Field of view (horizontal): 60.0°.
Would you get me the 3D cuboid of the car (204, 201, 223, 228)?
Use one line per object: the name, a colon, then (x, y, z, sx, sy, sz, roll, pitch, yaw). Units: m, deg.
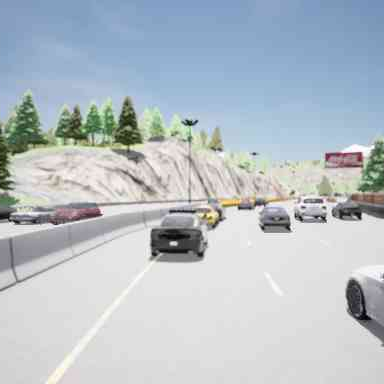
car: (0.868, 1.608, 23.263, 1.801, 1.575, 5.366, 0, 0, 9)

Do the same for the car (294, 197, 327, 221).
car: (10.319, 1.417, 29.212, 2.150, 2.045, 5.566, 0, 0, 12)

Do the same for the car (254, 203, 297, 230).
car: (5.499, 1.697, 22.445, 2.033, 1.411, 5.357, 0, 0, 9)

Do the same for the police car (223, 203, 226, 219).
police car: (1.878, 1.616, 28.936, 1.930, 1.638, 5.238, 0, 0, 11)

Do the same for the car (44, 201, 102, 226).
car: (-8.462, 1.509, 24.633, 2.097, 1.767, 4.553, 0, 0, 10)

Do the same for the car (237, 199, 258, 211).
car: (7.709, 1.875, 47.177, 1.994, 1.385, 4.181, 0, 0, 19)

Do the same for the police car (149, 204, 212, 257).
police car: (-0.369, 1.514, 13.526, 1.930, 1.638, 5.238, 0, 0, 5)

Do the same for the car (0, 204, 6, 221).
car: (-15.411, 1.686, 25.578, 1.812, 1.442, 4.674, 0, 0, 9)

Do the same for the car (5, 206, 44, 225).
car: (-11.836, 1.765, 25.888, 1.895, 1.301, 4.718, 0, 0, 9)

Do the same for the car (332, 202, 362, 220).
car: (14.295, 1.711, 30.887, 1.837, 1.490, 4.892, 0, -1, 12)

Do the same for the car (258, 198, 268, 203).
car: (12.562, 1.902, 60.018, 1.837, 1.490, 4.892, 0, 0, 23)

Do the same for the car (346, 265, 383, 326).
car: (3.773, 1.557, 4.378, 1.812, 1.442, 4.674, 0, 0, 2)
